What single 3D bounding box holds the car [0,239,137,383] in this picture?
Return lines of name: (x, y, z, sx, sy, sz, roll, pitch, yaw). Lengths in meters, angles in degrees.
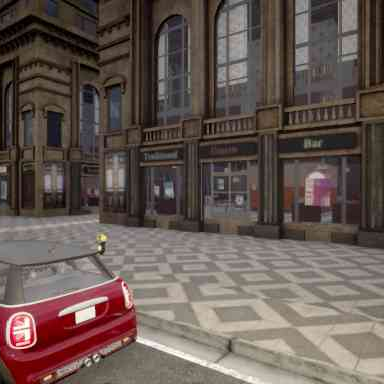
car: (-2.807, 1.440, 4.967, 4.097, 1.590, 1.967, 0, 0, 36)
